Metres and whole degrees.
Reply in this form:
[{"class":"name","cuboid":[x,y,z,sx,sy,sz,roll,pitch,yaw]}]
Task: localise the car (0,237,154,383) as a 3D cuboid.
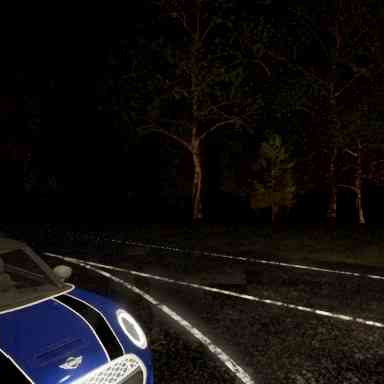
[{"class":"car","cuboid":[-2.582,1.338,3.726,4.553,1.767,2.097,1,0,35]}]
